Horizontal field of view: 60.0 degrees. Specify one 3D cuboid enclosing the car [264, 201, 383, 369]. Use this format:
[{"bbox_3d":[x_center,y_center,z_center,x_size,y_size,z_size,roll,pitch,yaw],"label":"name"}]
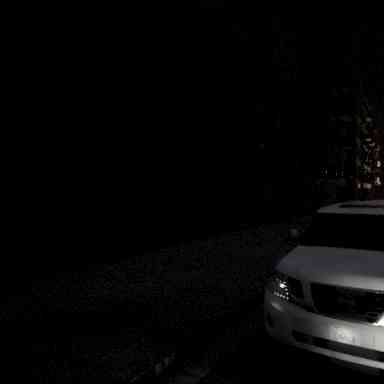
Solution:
[{"bbox_3d":[3.167,1.220,5.961,2.150,2.045,5.566,0,0,33],"label":"car"}]
